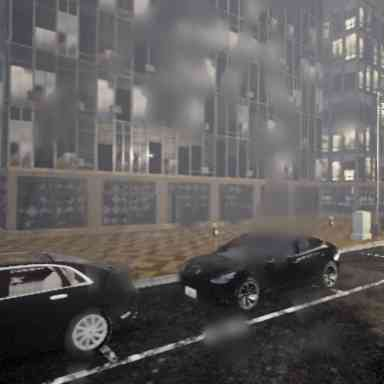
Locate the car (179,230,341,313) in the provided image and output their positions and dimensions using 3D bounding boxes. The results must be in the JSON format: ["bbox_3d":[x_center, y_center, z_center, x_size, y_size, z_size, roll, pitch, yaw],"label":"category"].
[{"bbox_3d":[1.757,1.617,7.811,4.313,1.339,1.947,1,0,-36],"label":"car"}]

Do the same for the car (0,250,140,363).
[{"bbox_3d":[-2.876,1.552,4.504,4.403,1.369,2.008,1,0,-36],"label":"car"}]
